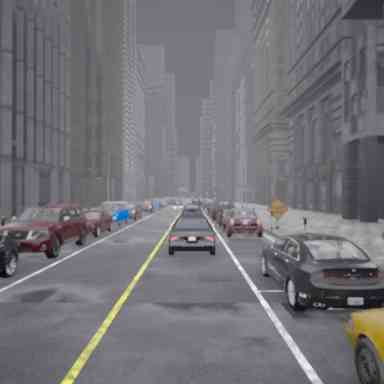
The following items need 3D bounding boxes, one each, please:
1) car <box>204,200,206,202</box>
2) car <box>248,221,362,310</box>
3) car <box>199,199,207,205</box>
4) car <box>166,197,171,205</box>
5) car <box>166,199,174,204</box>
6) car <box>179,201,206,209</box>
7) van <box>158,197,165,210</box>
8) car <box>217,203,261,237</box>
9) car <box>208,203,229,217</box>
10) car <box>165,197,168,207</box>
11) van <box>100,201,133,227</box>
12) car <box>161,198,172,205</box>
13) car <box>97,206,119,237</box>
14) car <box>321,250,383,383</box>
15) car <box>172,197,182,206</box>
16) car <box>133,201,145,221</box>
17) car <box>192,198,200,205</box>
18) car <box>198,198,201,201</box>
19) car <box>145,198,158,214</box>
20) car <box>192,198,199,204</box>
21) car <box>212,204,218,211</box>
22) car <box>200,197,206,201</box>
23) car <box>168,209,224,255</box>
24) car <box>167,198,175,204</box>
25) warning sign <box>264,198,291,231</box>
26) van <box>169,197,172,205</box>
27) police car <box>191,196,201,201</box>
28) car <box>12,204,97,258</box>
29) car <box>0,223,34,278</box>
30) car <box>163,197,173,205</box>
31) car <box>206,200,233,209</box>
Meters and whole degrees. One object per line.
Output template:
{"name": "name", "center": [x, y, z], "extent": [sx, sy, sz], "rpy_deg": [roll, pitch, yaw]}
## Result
{"name": "car", "center": [2.766, 1.965, 41.611], "extent": [1.947, 1.339, 4.313], "rpy_deg": [0, -1, 0]}
{"name": "car", "center": [2.761, 1.626, 7.795], "extent": [2.008, 1.369, 4.403], "rpy_deg": [0, -1, 0]}
{"name": "car", "center": [2.771, 2.370, 81.063], "extent": [1.802, 1.307, 4.206], "rpy_deg": [0, -1, 0]}
{"name": "car", "center": [-5.756, 2.169, 64.149], "extent": [2.008, 1.369, 4.403], "rpy_deg": [0, -1, 0]}
{"name": "car", "center": [-5.753, 2.411, 86.695], "extent": [1.947, 1.339, 4.313], "rpy_deg": [0, -1, 0]}
{"name": "car", "center": [0.008, 1.789, 29.279], "extent": [1.837, 1.490, 4.892], "rpy_deg": [0, 0, 0]}
{"name": "van", "center": [-5.758, 1.849, 52.879], "extent": [1.690, 1.788, 3.998], "rpy_deg": [0, -1, 0]}
{"name": "car", "center": [2.762, 1.624, 19.067], "extent": [1.967, 1.590, 4.097], "rpy_deg": [0, -1, 0]}
{"name": "car", "center": [2.765, 1.890, 35.975], "extent": [1.887, 1.381, 4.507], "rpy_deg": [0, -1, 0]}
{"name": "car", "center": [-5.757, 2.087, 58.343], "extent": [1.752, 1.417, 4.829], "rpy_deg": [0, -1, 0]}
{"name": "van", "center": [-5.762, 1.578, 24.697], "extent": [1.690, 1.788, 3.998], "rpy_deg": [0, -1, 0]}
{"name": "car", "center": [-5.755, 2.172, 75.423], "extent": [1.967, 1.590, 4.097], "rpy_deg": [0, -1, 0]}
{"name": "car", "center": [-5.762, 1.728, 19.058], "extent": [1.887, 1.381, 4.507], "rpy_deg": [0, -1, 0]}
{"name": "car", "center": [2.760, 1.549, 2.329], "extent": [1.752, 1.417, 4.829], "rpy_deg": [0, -1, 0]}
{"name": "car", "center": [-2.990, 2.210, 70.988], "extent": [2.128, 1.511, 4.902], "rpy_deg": [0, -1, 0]}
{"name": "car", "center": [-5.761, 1.732, 30.332], "extent": [1.967, 1.590, 4.097], "rpy_deg": [0, -1, 0]}
{"name": "car", "center": [0.911, 2.232, 79.953], "extent": [1.801, 1.575, 5.366], "rpy_deg": [0, -1, 0]}
{"name": "car", "center": [2.769, 2.184, 64.154], "extent": [1.947, 1.339, 4.313], "rpy_deg": [0, -1, 0]}
{"name": "car", "center": [-5.760, 1.840, 41.605], "extent": [1.967, 1.590, 4.097], "rpy_deg": [0, -1, 0]}
{"name": "car", "center": [0.912, 2.313, 85.762], "extent": [1.882, 1.535, 5.008], "rpy_deg": [0, -1, 0]}
{"name": "car", "center": [2.763, 1.803, 24.703], "extent": [1.947, 1.339, 4.313], "rpy_deg": [0, -1, 0]}
{"name": "car", "center": [2.767, 1.948, 52.883], "extent": [1.967, 1.590, 4.097], "rpy_deg": [0, -1, 0]}
{"name": "car", "center": [0.003, 1.682, 13.974], "extent": [2.033, 1.411, 5.357], "rpy_deg": [0, -1, 0]}
{"name": "car", "center": [-5.752, 2.467, 92.331], "extent": [1.947, 1.339, 4.313], "rpy_deg": [0, -1, 0]}
{"name": "warning sign", "center": [5.073, 1.305, 19.764], "extent": [1.300, 1.860, 1.060], "rpy_deg": [0, 0, 0]}
{"name": "van", "center": [-5.756, 2.016, 69.787], "extent": [1.690, 1.788, 3.998], "rpy_deg": [0, -1, 0]}
{"name": "police car", "center": [0.910, 2.101, 69.873], "extent": [1.930, 1.638, 5.238], "rpy_deg": [0, -1, 0]}
{"name": "car", "center": [-5.764, 1.445, 13.423], "extent": [2.192, 1.841, 5.009], "rpy_deg": [0, -1, 0]}
{"name": "car", "center": [-5.764, 1.642, 7.785], "extent": [1.947, 1.339, 4.313], "rpy_deg": [0, -1, 0]}
{"name": "car", "center": [-5.755, 2.103, 81.061], "extent": [2.192, 1.841, 5.009], "rpy_deg": [0, -1, 0]}
{"name": "car", "center": [2.763, 1.606, 30.341], "extent": [2.192, 1.841, 5.009], "rpy_deg": [0, -1, 0]}
